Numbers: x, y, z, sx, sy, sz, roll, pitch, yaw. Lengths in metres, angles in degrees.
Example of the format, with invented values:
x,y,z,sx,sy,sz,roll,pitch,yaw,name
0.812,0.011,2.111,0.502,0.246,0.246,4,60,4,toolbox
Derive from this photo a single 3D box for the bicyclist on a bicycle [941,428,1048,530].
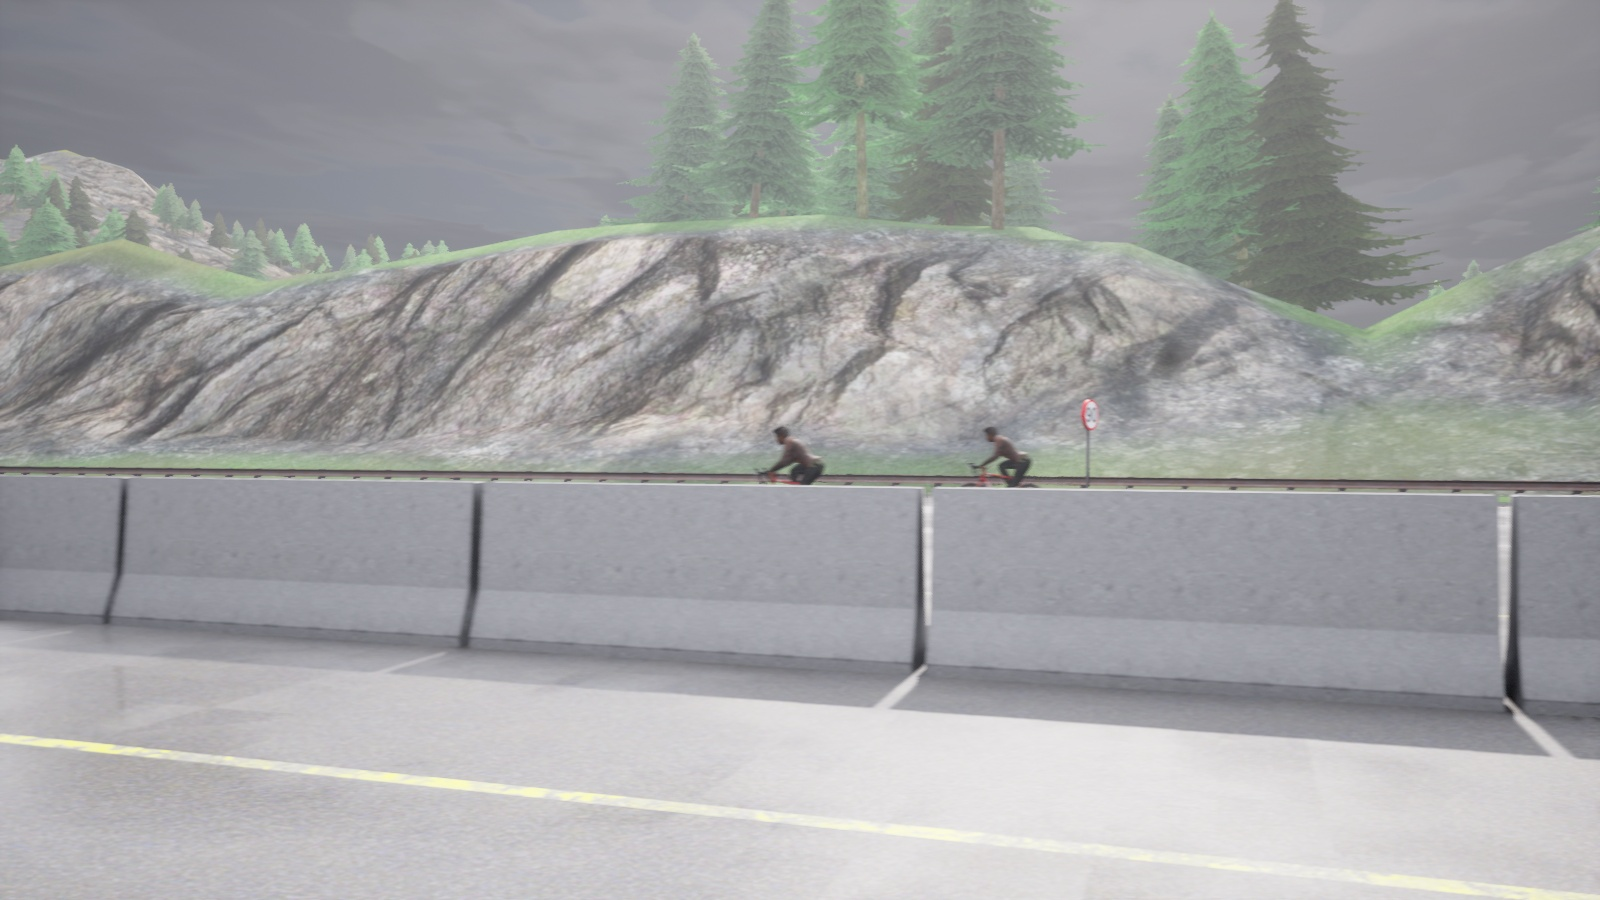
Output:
x,y,z,sx,sy,sz,roll,pitch,yaw,name
3.194,0.455,20.580,1.656,1.620,0.582,0,1,19,bicyclist on a bicycle

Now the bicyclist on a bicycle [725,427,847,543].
x,y,z,sx,sy,sz,roll,pitch,yaw,name
-0.205,0.479,18.031,1.656,1.620,0.582,0,1,19,bicyclist on a bicycle
